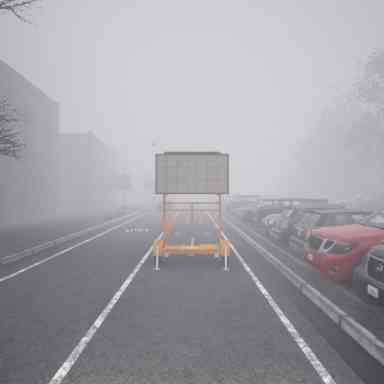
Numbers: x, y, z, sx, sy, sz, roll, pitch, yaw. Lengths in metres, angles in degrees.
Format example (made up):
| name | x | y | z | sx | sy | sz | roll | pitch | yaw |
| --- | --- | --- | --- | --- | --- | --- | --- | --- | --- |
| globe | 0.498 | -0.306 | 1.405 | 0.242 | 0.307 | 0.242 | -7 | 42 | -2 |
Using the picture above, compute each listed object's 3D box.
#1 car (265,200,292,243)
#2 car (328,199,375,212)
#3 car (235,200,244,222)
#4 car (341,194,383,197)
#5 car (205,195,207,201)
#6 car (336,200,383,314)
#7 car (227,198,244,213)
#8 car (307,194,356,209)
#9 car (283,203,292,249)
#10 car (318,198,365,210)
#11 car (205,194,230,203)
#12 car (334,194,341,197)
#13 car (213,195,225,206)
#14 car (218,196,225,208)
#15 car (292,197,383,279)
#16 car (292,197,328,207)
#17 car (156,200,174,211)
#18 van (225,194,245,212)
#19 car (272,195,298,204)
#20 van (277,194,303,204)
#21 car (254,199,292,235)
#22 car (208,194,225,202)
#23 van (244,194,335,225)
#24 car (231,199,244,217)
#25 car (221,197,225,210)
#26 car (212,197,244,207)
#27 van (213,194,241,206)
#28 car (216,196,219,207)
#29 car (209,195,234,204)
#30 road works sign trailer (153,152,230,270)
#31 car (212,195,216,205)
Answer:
| name | x | y | z | sx | sy | sz | roll | pitch | yaw |
| --- | --- | --- | --- | --- | --- | --- | --- | --- | --- |
| car | 5.647 | 1.360 | 13.718 | 4.553 | 1.767 | 2.185 | 0 | 0 | 0 |
| car | 18.756 | 1.536 | 39.275 | 4.674 | 1.452 | 2.002 | 0 | 0 | 0 |
| car | 5.673 | 1.488 | 22.128 | 5.008 | 1.535 | 2.097 | 0 | 0 | 0 |
| car | 18.730 | 1.241 | 33.706 | 5.566 | 2.045 | 2.435 | 0 | 0 | 0 |
| car | 5.716 | 1.334 | 66.977 | 5.566 | 2.045 | 2.435 | 0 | 0 | 0 |
| car | 5.649 | 1.232 | 5.308 | 5.566 | 2.045 | 2.435 | 0 | 0 | 0 |
| car | 5.650 | 1.519 | 27.734 | 4.792 | 1.488 | 2.163 | 0 | 0 | 0 |
| car | 18.731 | 1.255 | 44.723 | 5.566 | 2.045 | 2.435 | 0 | 0 | 0 |
| car | 5.647 | 1.359 | 10.915 | 4.553 | 1.767 | 2.185 | 0 | 0 | 0 |
| car | 18.753 | 1.501 | 41.936 | 5.008 | 1.535 | 2.097 | 0 | 0 | 0 |
| car | 5.729 | 1.388 | 75.387 | 5.566 | 2.045 | 2.435 | 0 | 0 | 0 |
| car | 18.729 | 1.242 | 36.368 | 5.566 | 2.045 | 2.435 | 0 | 0 | 0 |
| car | 5.650 | 1.535 | 44.552 | 4.792 | 1.488 | 2.163 | 0 | 0 | 0 |
| car | 5.864 | 1.489 | 36.144 | 5.366 | 1.575 | 1.946 | 0 | 0 | 0 |
| car | 5.650 | 1.232 | 8.111 | 5.566 | 2.045 | 2.435 | 0 | 0 | 0 |
| car | 18.754 | 1.534 | 53.076 | 5.008 | 1.535 | 2.097 | 0 | 0 | 0 |
| car | -3.194 | 1.629 | 40.251 | 1.895 | 1.301 | 4.718 | 0 | 0 | 0 |
| van | 5.562 | 1.265 | 30.538 | 4.442 | 1.987 | 1.878 | 0 | 0 | 0 |
| car | 18.736 | 1.460 | 67.000 | 4.553 | 1.767 | 2.185 | 0 | 0 | 0 |
| van | 18.880 | 1.347 | 64.220 | 4.442 | 1.987 | 1.878 | 0 | 0 | 0 |
| car | 5.710 | 1.361 | 16.521 | 4.553 | 1.767 | 2.185 | 0 | 0 | 0 |
| car | 5.708 | 1.272 | 50.158 | 5.566 | 2.045 | 2.435 | 0 | 0 | 0 |
| van | 5.562 | 1.261 | 19.325 | 4.442 | 1.987 | 1.878 | 0 | 0 | 0 |
| car | 5.649 | 1.518 | 24.931 | 4.792 | 1.488 | 2.163 | 0 | 0 | 0 |
| car | 5.708 | 1.521 | 33.341 | 4.792 | 1.488 | 2.163 | 0 | 0 | 0 |
| car | 5.674 | 1.533 | 52.961 | 5.008 | 1.535 | 2.097 | 0 | 0 | 0 |
| van | 5.796 | 1.317 | 55.765 | 4.442 | 1.987 | 1.878 | 0 | 0 | 0 |
| car | 5.674 | 1.494 | 38.944 | 5.008 | 1.535 | 2.097 | 0 | 0 | 0 |
| car | 5.653 | 1.447 | 64.176 | 4.553 | 1.767 | 2.185 | 0 | 0 | 0 |
| road works sign trailer | 0.007 | 0.473 | 11.027 | 2.380 | 3.560 | 2.880 | 0 | 0 | 1 |
| car | 5.675 | 1.514 | 47.350 | 4.892 | 1.521 | 2.231 | 0 | 0 | 0 |
